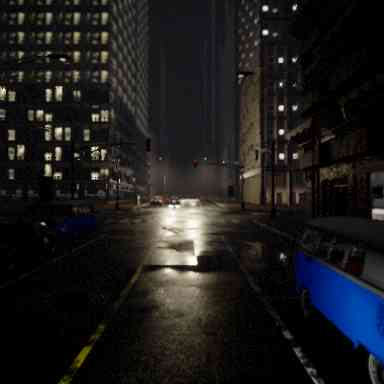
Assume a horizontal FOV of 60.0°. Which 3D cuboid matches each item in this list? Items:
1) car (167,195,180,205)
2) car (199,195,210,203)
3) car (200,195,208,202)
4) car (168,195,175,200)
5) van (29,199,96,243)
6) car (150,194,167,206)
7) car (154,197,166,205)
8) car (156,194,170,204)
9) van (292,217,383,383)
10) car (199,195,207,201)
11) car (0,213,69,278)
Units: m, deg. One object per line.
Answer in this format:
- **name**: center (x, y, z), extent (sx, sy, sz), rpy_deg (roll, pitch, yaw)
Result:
- **car**: center (-3.004, 1.449, 57.652), extent (2.128, 1.511, 4.902), rpy_deg (0, 0, 0)
- **car**: center (2.698, 1.520, 64.979), extent (1.802, 1.307, 4.206), rpy_deg (1, 0, 0)
- **car**: center (2.699, 1.453, 76.304), extent (1.752, 1.417, 4.829), rpy_deg (1, 0, 0)
- **car**: center (-5.683, 1.456, 92.792), extent (1.887, 1.381, 4.507), rpy_deg (1, 0, 0)
- **van**: center (-5.810, 1.326, 15.700), extent (1.690, 1.788, 3.998), rpy_deg (1, 0, 0)
- **car**: center (-5.678, 1.388, 53.766), extent (1.967, 1.590, 4.097), rpy_deg (1, 0, 0)
- **car**: center (-5.681, 1.525, 59.341), extent (1.802, 1.307, 4.206), rpy_deg (1, 0, 0)
- **car**: center (-5.676, 1.252, 64.916), extent (2.192, 1.841, 5.009), rpy_deg (1, 0, 0)
- **van**: center (2.708, 1.337, 4.672), extent (1.690, 1.788, 3.998), rpy_deg (1, 0, 0)
- **car**: center (2.698, 1.488, 81.712), extent (1.947, 1.339, 4.313), rpy_deg (1, 0, 0)
- **car**: center (-5.644, 1.556, 10.158), extent (1.947, 1.339, 4.313), rpy_deg (1, 0, 0)
